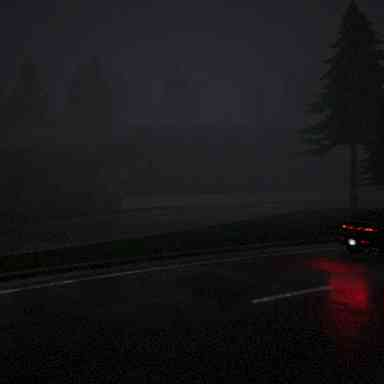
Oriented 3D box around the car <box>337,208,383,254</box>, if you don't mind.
[{"bbox_3d":[7.042,1.274,10.847,4.892,1.490,1.837,1,0,-22],"label":"car"}]
